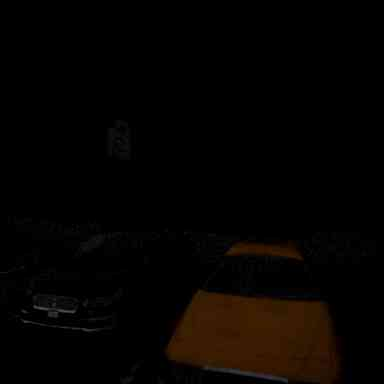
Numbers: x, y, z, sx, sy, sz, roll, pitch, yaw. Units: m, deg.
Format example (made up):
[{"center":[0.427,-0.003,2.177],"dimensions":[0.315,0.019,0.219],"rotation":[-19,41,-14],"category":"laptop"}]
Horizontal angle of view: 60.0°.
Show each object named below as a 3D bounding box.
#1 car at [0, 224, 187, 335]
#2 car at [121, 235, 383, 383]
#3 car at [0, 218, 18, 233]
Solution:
[{"center":[-1.300,1.484,7.023],"dimensions":[2.231,1.521,4.892],"rotation":[1,-1,16],"category":"car"},{"center":[1.089,1.480,5.095],"dimensions":[1.946,1.575,5.366],"rotation":[1,-1,16],"category":"car"},{"center":[-8.623,1.519,12.256],"dimensions":[2.002,1.452,4.674],"rotation":[1,-1,16],"category":"car"}]
